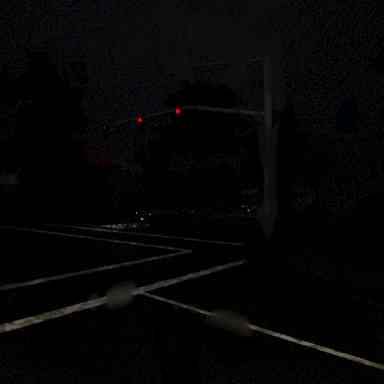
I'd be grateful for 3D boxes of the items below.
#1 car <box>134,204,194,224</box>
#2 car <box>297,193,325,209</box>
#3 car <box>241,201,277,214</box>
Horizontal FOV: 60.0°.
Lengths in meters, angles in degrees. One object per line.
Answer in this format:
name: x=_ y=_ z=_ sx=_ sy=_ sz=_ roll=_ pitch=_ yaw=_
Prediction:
car: x=-2.043 y=1.597 z=25.035 sx=1.895 sy=1.301 sz=4.718 roll=0 pitch=0 yaw=41
car: x=16.787 y=1.219 z=46.655 sx=2.150 sy=2.045 sz=5.566 roll=0 pitch=0 yaw=41
car: x=7.231 y=1.597 z=35.694 sx=1.895 sy=1.301 sz=4.718 roll=0 pitch=0 yaw=41
